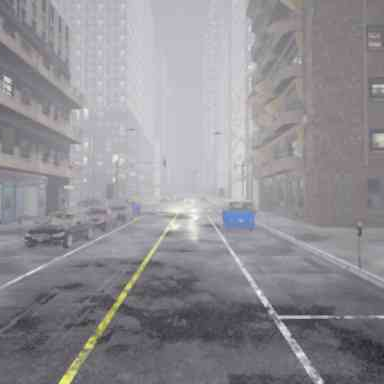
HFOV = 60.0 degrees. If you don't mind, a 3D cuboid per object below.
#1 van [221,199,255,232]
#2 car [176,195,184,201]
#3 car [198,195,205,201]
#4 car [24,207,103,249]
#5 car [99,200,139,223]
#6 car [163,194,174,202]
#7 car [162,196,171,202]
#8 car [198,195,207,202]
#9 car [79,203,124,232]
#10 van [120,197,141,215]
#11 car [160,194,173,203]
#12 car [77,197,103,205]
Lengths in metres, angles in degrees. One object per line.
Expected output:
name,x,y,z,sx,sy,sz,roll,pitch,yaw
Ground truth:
van,2.710,1.351,20.163,1.690,1.788,3.998,1,0,0
car,-2.993,1.562,83.879,1.812,1.442,4.674,0,0,0
car,2.714,1.567,91.795,1.752,1.417,4.829,1,0,0
car,-5.642,1.558,14.570,2.008,1.369,4.403,1,0,0
car,-5.641,1.578,25.651,1.947,1.339,4.313,1,0,0
car,-5.664,1.351,80.409,2.192,1.841,5.009,1,0,0
car,-5.670,1.616,74.833,1.802,1.307,4.206,1,0,0
car,2.711,1.618,80.470,1.802,1.307,4.206,1,0,0
car,-5.642,1.592,20.111,1.802,1.307,4.206,1,0,0
van,-5.806,1.356,31.192,1.690,1.788,3.998,1,0,0
car,-5.667,1.471,69.258,1.967,1.590,4.097,1,0,0
car,-16.486,1.523,53.839,4.097,1.590,1.967,0,-1,0
